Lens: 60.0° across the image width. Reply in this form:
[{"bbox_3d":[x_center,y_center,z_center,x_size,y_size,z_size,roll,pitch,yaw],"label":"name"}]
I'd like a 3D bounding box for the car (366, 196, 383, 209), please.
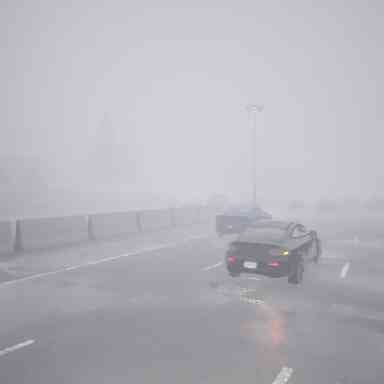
[{"bbox_3d":[25.016,1.352,44.966,2.097,1.767,4.553,0,0,18],"label":"car"}]

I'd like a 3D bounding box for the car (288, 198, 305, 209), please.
[{"bbox_3d":[14.209,1.524,45.343,1.812,1.442,4.674,0,0,17],"label":"car"}]

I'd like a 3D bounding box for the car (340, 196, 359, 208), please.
[{"bbox_3d":[22.099,1.352,47.222,2.097,1.767,4.553,0,0,12],"label":"car"}]

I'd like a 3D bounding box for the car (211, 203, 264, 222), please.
[{"bbox_3d":[2.925,1.477,17.787,1.882,1.535,5.008,0,0,28],"label":"car"}]

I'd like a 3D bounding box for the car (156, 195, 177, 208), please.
[{"bbox_3d":[-3.080,1.524,48.829,1.812,1.442,4.674,0,0,18],"label":"car"}]

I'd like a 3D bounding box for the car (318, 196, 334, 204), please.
[{"bbox_3d":[26.071,1.560,64.987,1.994,1.385,4.181,0,0,8],"label":"car"}]

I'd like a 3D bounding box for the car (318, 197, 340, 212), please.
[{"bbox_3d":[15.844,1.562,39.039,1.994,1.385,4.181,0,0,19],"label":"car"}]

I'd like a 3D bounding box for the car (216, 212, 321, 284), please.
[{"bbox_3d":[2.498,1.525,9.684,1.812,1.442,4.674,0,0,30],"label":"car"}]

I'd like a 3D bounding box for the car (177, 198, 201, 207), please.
[{"bbox_3d":[-0.017,1.524,46.995,1.812,1.442,4.674,0,0,19],"label":"car"}]

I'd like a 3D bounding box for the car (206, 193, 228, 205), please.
[{"bbox_3d":[3.617,1.219,46.781,2.150,2.045,5.566,0,0,18],"label":"car"}]

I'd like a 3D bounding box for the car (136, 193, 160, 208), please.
[{"bbox_3d":[-6.336,1.213,50.113,2.150,2.045,5.566,0,0,18],"label":"car"}]
